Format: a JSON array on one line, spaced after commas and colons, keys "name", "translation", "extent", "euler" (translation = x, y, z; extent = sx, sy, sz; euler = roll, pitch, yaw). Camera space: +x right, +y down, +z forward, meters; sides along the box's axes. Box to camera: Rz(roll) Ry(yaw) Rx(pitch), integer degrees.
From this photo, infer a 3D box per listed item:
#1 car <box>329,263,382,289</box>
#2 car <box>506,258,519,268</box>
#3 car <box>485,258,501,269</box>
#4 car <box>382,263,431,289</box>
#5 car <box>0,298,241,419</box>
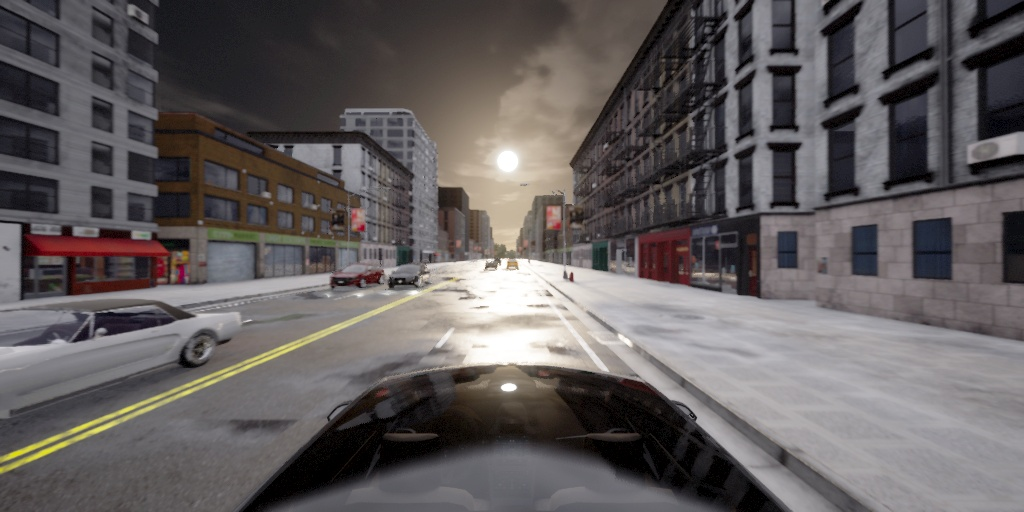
[{"name": "car", "translation": [-9.853, 1.231, 23.159], "extent": [1.882, 1.535, 5.008], "euler": [0, 0, 0]}, {"name": "car", "translation": [0.084, 1.239, 60.123], "extent": [1.882, 1.535, 5.008], "euler": [0, 0, 0]}, {"name": "car", "translation": [-3.164, 1.361, 56.265], "extent": [1.895, 1.301, 4.718], "euler": [0, 0, 0]}, {"name": "car", "translation": [-6.604, 1.258, 23.558], "extent": [1.837, 1.490, 4.892], "euler": [0, 0, 0]}, {"name": "car", "translation": [-6.509, 1.352, 5.119], "extent": [1.895, 1.301, 4.718], "euler": [0, 0, 0]}]
